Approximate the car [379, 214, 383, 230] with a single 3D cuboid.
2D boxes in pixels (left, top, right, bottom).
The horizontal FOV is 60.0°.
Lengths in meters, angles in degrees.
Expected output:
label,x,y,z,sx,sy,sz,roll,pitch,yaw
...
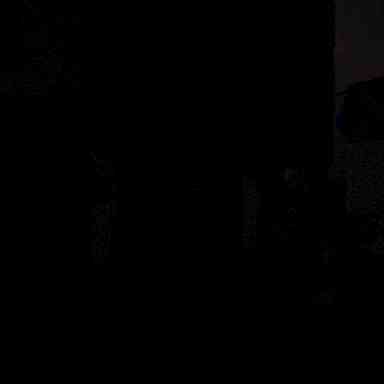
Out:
label,x,y,z,sx,sy,sz,roll,pitch,yaw
car,11.962,1.525,16.540,4.674,1.442,1.812,0,1,30
